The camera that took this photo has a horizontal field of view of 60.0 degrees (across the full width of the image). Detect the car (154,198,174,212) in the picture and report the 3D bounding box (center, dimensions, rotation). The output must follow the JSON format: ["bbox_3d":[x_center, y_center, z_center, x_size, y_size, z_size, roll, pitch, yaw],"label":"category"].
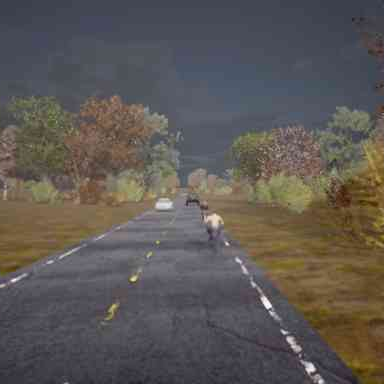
[{"bbox_3d":[-3.090,1.457,37.542,1.812,1.442,4.674,0,0,0],"label":"car"}]

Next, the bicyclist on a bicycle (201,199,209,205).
[{"bbox_3d":[0.827,1.335,21.672,0.659,1.776,1.843,0,0,0],"label":"bicyclist on a bicycle"}]

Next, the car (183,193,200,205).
[{"bbox_3d":[0.103,1.114,54.550,2.150,2.045,5.566,0,0,0],"label":"car"}]

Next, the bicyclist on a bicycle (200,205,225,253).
[{"bbox_3d":[0.848,1.417,12.635,0.866,1.612,1.509,0,0,0],"label":"bicyclist on a bicycle"}]

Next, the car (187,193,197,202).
[{"bbox_3d":[0.002,1.194,73.660,2.097,1.767,4.553,0,0,0],"label":"car"}]
